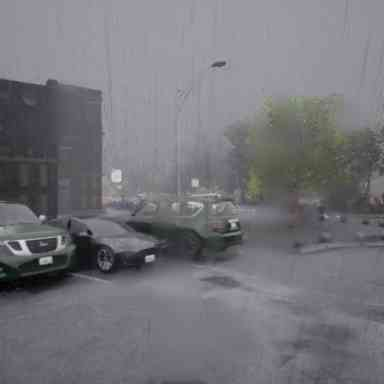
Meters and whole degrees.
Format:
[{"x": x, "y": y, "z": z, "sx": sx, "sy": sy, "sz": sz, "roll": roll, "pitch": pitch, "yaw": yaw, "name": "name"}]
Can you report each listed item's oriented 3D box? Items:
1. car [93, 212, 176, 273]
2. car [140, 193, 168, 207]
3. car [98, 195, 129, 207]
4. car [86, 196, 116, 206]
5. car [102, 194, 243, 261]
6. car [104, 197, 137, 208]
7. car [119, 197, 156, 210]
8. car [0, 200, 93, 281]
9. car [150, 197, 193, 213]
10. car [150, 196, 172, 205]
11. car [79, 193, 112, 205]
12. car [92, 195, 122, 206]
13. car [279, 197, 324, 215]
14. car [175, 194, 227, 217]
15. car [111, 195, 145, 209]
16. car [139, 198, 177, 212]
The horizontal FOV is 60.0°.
[{"x": -3.159, "y": 1.514, "z": 10.808, "sx": 4.792, "sy": 1.488, "sz": 2.163, "roll": -1, "pitch": -1, "yaw": 34, "name": "car"}, {"x": -6.071, "y": 1.224, "z": 53.003, "sx": 2.150, "sy": 2.045, "sz": 5.566, "roll": 0, "pitch": 0, "yaw": -34, "name": "car"}, {"x": -12.436, "y": 1.362, "z": 53.013, "sx": 2.185, "sy": 1.767, "sz": 4.553, "roll": 0, "pitch": 1, "yaw": 36, "name": "car"}, {"x": -15.796, "y": 1.523, "z": 58.003, "sx": 2.163, "sy": 1.488, "sz": 4.792, "roll": -1, "pitch": 0, "yaw": 36, "name": "car"}, {"x": -0.808, "y": 1.233, "z": 12.536, "sx": 5.566, "sy": 2.045, "sz": 2.435, "roll": -1, "pitch": 0, "yaw": 35, "name": "car"}, {"x": -10.784, "y": 1.526, "z": 50.499, "sx": 2.002, "sy": 1.452, "sz": 4.674, "roll": -1, "pitch": 0, "yaw": 36, "name": "car"}, {"x": -7.419, "y": 1.483, "z": 45.517, "sx": 2.097, "sy": 1.535, "sz": 5.008, "roll": 0, "pitch": 1, "yaw": 36, "name": "car"}, {"x": -5.572, "y": 1.235, "z": 9.081, "sx": 5.566, "sy": 2.045, "sz": 2.435, "roll": -1, "pitch": -1, "yaw": 35, "name": "car"}, {"x": -2.272, "y": 1.475, "z": 38.200, "sx": 1.946, "sy": 1.575, "sz": 5.366, "roll": -1, "pitch": 0, "yaw": 36, "name": "car"}, {"x": -5.634, "y": 1.510, "z": 59.749, "sx": 1.837, "sy": 1.490, "sz": 4.892, "roll": 0, "pitch": 0, "yaw": -34, "name": "car"}, {"x": -17.471, "y": 1.246, "z": 60.492, "sx": 2.435, "sy": 2.045, "sz": 5.566, "roll": -1, "pitch": 0, "yaw": 36, "name": "car"}, {"x": -14.110, "y": 1.364, "z": 55.504, "sx": 2.185, "sy": 1.767, "sz": 4.553, "roll": 0, "pitch": 1, "yaw": 36, "name": "car"}, {"x": 11.279, "y": 1.344, "z": 34.608, "sx": 2.097, "sy": 1.767, "sz": 4.553, "roll": 0, "pitch": 0, "yaw": -33, "name": "car"}, {"x": 0.982, "y": 1.228, "z": 33.046, "sx": 2.435, "sy": 2.045, "sz": 5.566, "roll": 0, "pitch": 1, "yaw": 36, "name": "car"}, {"x": -9.131, "y": 1.359, "z": 47.985, "sx": 2.185, "sy": 1.767, "sz": 4.553, "roll": -1, "pitch": 0, "yaw": 36, "name": "car"}, {"x": -4.070, "y": 1.521, "z": 40.535, "sx": 2.002, "sy": 1.452, "sz": 4.674, "roll": -1, "pitch": 0, "yaw": 36, "name": "car"}]
